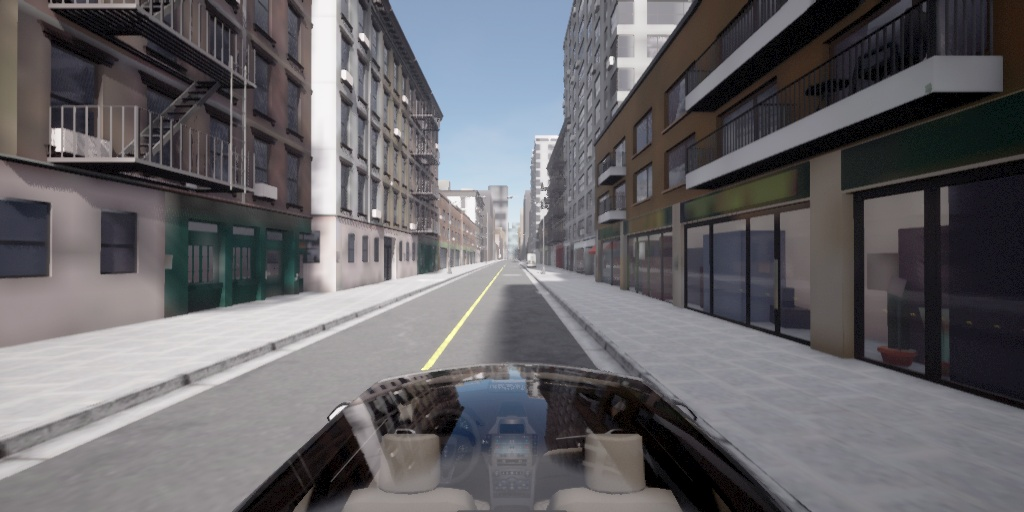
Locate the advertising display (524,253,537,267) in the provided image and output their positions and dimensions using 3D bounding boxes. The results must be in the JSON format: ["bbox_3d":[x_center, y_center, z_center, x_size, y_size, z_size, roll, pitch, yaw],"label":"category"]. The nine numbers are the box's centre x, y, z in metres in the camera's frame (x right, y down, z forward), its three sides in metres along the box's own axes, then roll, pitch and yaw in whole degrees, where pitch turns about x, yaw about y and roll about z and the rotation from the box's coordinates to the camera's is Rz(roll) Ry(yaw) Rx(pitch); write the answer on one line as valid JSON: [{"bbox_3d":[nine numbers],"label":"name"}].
[{"bbox_3d":[3.135,0.750,57.265,1.540,2.440,0.280,0,0,0],"label":"advertising display"}]
